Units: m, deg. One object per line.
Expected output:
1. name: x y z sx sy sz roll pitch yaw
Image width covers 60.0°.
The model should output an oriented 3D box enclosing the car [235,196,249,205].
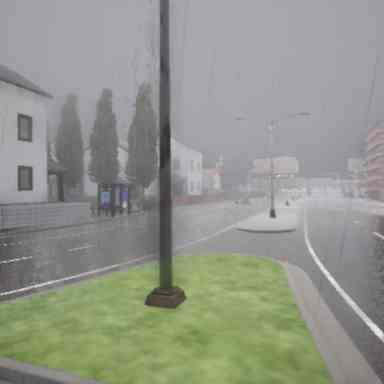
1. car: 8.437 1.436 55.821 2.128 1.511 4.902 0 0 19
